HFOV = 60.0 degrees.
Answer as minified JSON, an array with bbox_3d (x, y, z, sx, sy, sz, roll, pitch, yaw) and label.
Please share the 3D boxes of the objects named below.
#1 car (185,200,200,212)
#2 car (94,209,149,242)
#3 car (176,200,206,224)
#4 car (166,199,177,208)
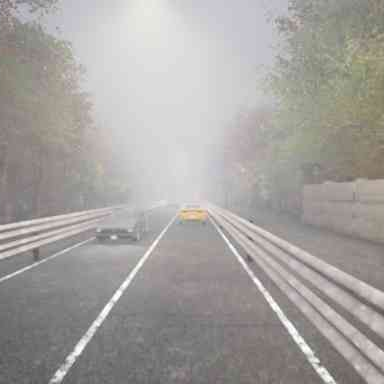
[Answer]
[{"bbox_3d":[0.096,1.782,43.657,1.882,1.535,5.008,0,-1,0],"label":"car"},{"bbox_3d":[-3.344,1.575,16.878,2.033,1.411,5.357,0,0,0],"label":"car"},{"bbox_3d":[0.058,1.562,25.393,1.882,1.535,5.008,0,0,1],"label":"car"},{"bbox_3d":[-3.290,2.058,57.499,1.837,1.490,4.892,0,-1,1],"label":"car"}]
